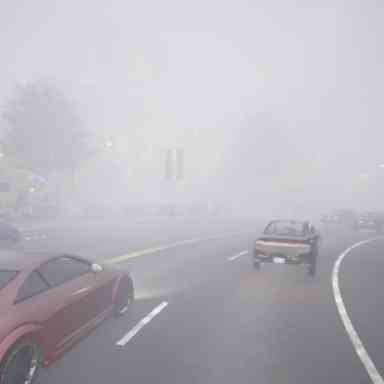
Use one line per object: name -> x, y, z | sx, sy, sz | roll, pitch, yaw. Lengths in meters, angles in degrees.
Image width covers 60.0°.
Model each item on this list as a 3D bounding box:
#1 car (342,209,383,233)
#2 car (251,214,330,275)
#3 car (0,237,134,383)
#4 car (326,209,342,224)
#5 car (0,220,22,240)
car -> 13.075, 2.092, 23.681 | 5.357, 1.411, 2.033 | 2, -1, -41
car -> 3.380, 1.703, 11.351 | 2.128, 1.511, 4.902 | 1, -1, 24
car -> -2.460, 1.588, 5.157 | 1.994, 1.385, 4.181 | 1, -1, 12
car -> 12.782, 2.142, 27.970 | 5.357, 1.411, 2.033 | 2, -1, -39
car -> -8.109, 1.529, 11.347 | 1.812, 1.442, 4.674 | 1, -1, 20
